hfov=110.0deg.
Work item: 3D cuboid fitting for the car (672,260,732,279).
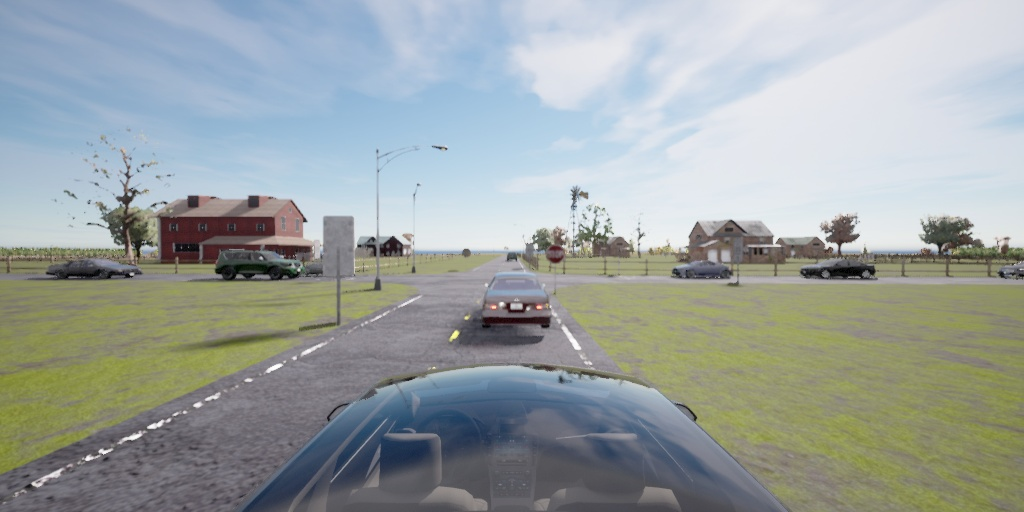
[{"bbox_3d":[14.948,1.037,28.374,4.181,1.385,1.994,0,1,1],"label":"car"}]

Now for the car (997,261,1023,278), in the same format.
[{"bbox_3d":[41.358,1.082,28.135,4.902,1.511,2.128,0,1,1],"label":"car"}]

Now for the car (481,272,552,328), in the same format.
[{"bbox_3d":[0.102,1.186,10.863,2.033,1.411,5.357,0,1,0],"label":"car"}]

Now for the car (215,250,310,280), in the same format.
[{"bbox_3d":[-18.014,0.628,25.686,5.566,2.045,2.150,0,1,1],"label":"car"}]

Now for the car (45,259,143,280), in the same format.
[{"bbox_3d":[-29.974,0.920,25.786,5.357,1.411,2.033,0,1,0],"label":"car"}]

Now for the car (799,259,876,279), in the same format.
[{"bbox_3d":[25.592,0.994,28.292,5.008,1.535,1.882,0,1,1],"label":"car"}]

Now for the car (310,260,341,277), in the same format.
[{"bbox_3d":[-14.809,0.938,28.542,4.181,1.385,1.994,0,1,2],"label":"car"}]
